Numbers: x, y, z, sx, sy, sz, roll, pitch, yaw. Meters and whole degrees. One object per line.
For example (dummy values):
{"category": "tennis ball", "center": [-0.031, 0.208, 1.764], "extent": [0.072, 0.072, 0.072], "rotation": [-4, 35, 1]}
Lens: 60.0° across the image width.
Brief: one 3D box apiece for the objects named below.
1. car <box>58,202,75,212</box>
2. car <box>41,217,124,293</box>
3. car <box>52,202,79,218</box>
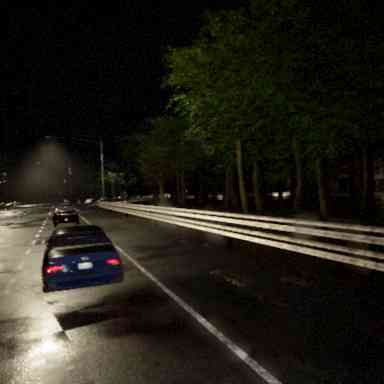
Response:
{"category": "car", "center": [-20.207, 2.387, 53.653], "extent": [1.994, 1.385, 4.181], "rotation": [-3, 0, -15]}
{"category": "car", "center": [-3.236, 1.676, 9.509], "extent": [2.033, 1.411, 5.357], "rotation": [-3, 0, -22]}
{"category": "car", "center": [-10.303, 1.910, 27.168], "extent": [2.128, 1.511, 4.902], "rotation": [-3, 0, -22]}
